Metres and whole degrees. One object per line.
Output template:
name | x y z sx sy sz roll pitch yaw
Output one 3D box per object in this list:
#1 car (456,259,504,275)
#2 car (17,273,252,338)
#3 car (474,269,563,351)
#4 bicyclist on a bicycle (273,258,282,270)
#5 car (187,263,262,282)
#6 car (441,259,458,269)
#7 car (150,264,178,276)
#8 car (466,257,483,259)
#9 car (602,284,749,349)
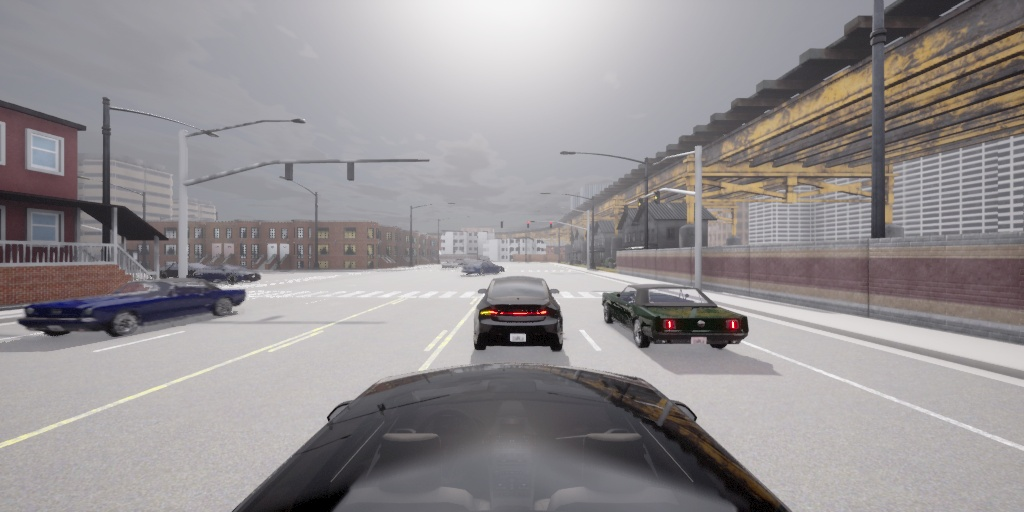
car | -2.998 1.297 37.673 2.033 1.411 5.357 0 0 36
car | -10.366 1.351 10.418 1.895 1.301 4.718 0 0 2
car | 0.161 1.255 9.015 1.837 1.490 4.892 0 0 1
bicyclist on a bicycle | -30.543 1.050 46.686 0.582 1.620 1.656 0 0 1
car | -20.943 1.314 26.402 4.181 1.385 1.994 0 0 4
car | -9.814 1.351 56.664 1.895 1.301 4.718 0 0 2
car | -27.099 1.297 30.147 5.357 1.411 2.033 0 0 1
car | -6.307 1.297 56.936 2.033 1.411 5.357 0 0 1
car | 3.667 1.351 9.155 1.895 1.301 4.718 0 0 1
